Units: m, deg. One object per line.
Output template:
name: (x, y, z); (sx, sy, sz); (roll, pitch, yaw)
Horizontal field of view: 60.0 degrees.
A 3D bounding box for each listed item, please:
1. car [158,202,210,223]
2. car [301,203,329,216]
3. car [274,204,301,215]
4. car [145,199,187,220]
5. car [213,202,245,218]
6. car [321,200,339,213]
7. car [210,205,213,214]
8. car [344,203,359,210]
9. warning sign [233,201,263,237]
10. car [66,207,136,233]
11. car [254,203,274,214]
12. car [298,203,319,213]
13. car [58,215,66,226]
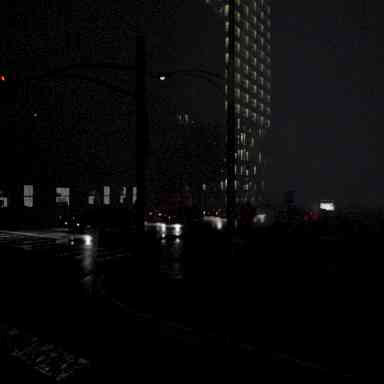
car: (-0.597, 1.972, 30.221); (1.837, 1.490, 4.892); (0, -1, 33)
car: (16.517, 2.456, 44.499); (1.895, 1.301, 4.718); (0, -1, 33)
car: (13.650, 2.395, 46.053); (2.033, 1.411, 5.357); (0, -1, 33)
car: (-2.375, 1.717, 33.462); (2.150, 2.045, 5.566); (0, -1, 33)
car: (4.806, 1.998, 38.590); (2.097, 1.767, 4.553); (0, -1, 33)
car: (21.931, 2.254, 52.985); (2.150, 2.045, 5.566); (0, -1, 33)
car: (3.151, 2.278, 42.016); (1.895, 1.301, 4.718); (0, -1, 33)
car: (31.493, 2.837, 65.718); (1.812, 1.442, 4.674); (0, -1, 33)
warning sign: (3.139, 1.454, 18.545); (1.300, 1.860, 1.060); (1, 1, 33)
car: (-5.652, 1.805, 22.384); (1.837, 1.490, 4.892); (0, -1, 33)
car: (10.331, 2.318, 47.098); (2.128, 1.511, 4.902); (0, -1, 33)
car: (19.181, 2.576, 54.718); (2.033, 1.411, 5.357); (0, -1, 33)
car: (-7.669, 1.921, 25.250); (1.895, 1.301, 4.718); (0, -1, 33)
